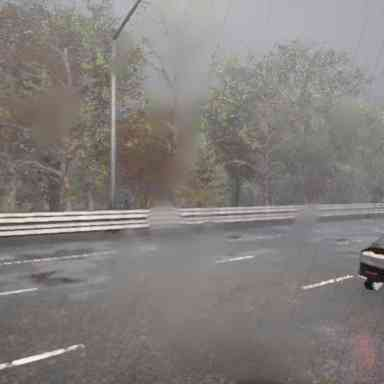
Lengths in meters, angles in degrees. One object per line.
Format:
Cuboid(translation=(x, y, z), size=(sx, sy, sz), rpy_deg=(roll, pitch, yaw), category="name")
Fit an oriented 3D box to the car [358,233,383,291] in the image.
Cuboid(translation=(5.768, 1.553, 8.067), size=(4.902, 1.511, 2.128), rpy_deg=(1, 0, -42), category="car")
